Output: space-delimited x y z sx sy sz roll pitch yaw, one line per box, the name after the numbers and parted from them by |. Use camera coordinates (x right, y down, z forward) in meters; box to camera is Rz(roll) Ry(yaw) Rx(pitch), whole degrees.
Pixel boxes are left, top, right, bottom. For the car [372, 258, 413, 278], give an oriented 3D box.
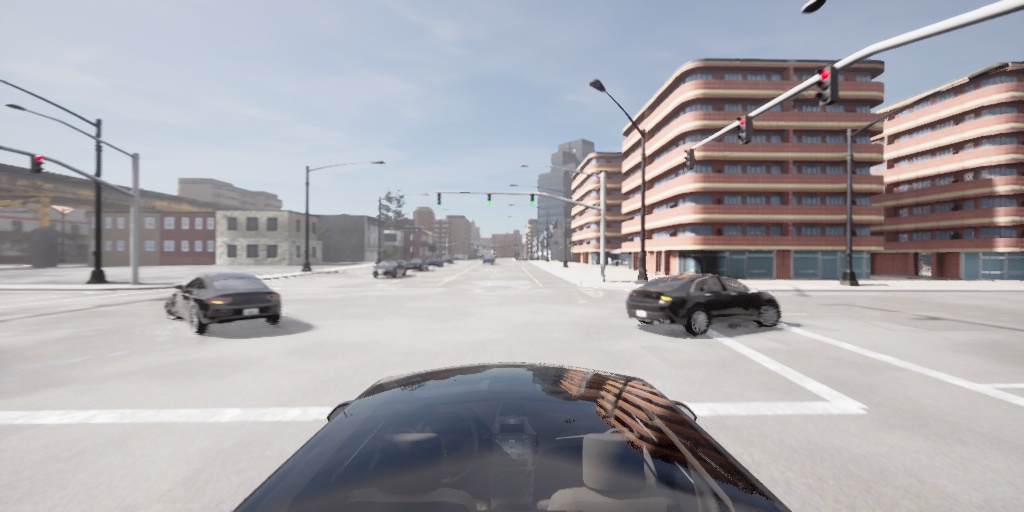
-10.530 1.070 31.172 2.128 1.511 4.902 0 1 -1 | car

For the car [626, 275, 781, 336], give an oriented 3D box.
5.587 1.282 10.381 4.892 1.490 1.837 1 -3 -24 | car

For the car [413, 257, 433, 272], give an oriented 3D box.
-10.699 0.925 40.620 1.882 1.535 5.008 0 1 -1 | car

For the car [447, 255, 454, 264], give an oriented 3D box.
-11.000 0.603 60.971 1.837 1.490 4.892 0 1 -1 | car

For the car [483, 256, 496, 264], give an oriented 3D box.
-3.998 0.686 60.950 2.033 1.411 5.357 0 1 -1 | car

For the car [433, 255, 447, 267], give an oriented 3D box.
-10.840 0.879 50.543 1.895 1.301 4.718 0 1 -1 | car

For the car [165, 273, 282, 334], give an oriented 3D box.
-8.316 1.213 10.371 4.674 1.442 1.812 0 -1 38 | car
